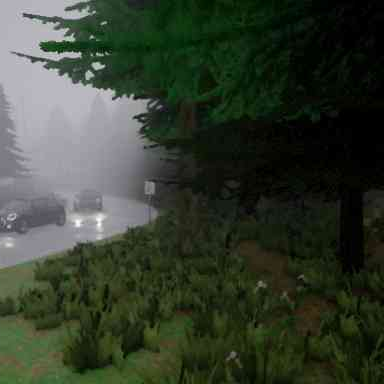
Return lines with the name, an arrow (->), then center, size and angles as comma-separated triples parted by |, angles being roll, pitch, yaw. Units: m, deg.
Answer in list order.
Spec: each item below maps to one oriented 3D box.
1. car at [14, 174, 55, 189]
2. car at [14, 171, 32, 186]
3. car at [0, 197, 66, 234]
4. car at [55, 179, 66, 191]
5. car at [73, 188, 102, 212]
car -> -20.179, -1.198, 41.841 | 5.566, 2.045, 2.150 | 5, 3, 34
car -> -26.556, -2.199, 52.280 | 2.150, 2.045, 5.566 | 0, 5, -30
car -> -8.891, 1.114, 17.900 | 2.097, 1.767, 4.553 | 0, 2, 14
car -> -19.151, -1.008, 45.303 | 4.892, 1.490, 1.837 | 6, 4, 37
car -> -8.603, 0.559, 27.750 | 2.097, 1.767, 4.553 | 0, 4, -15
